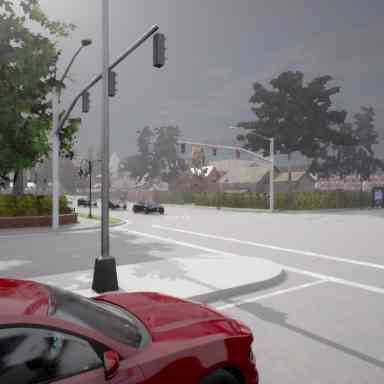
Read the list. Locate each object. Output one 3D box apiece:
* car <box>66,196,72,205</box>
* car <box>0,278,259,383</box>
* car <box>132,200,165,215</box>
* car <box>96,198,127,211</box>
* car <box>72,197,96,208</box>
[{"bbox_3d":[-22.698,1.526,59.495,1.812,1.442,4.674,0,0,-35],"label":"car"},{"bbox_3d":[-1.637,1.478,2.600,5.008,1.535,1.882,0,0,-35],"label":"car"},{"bbox_3d":[-4.550,1.564,34.394,1.994,1.385,4.181,0,0,-36],"label":"car"},{"bbox_3d":[-9.776,1.492,41.600,2.128,1.511,4.902,0,0,-36],"label":"car"},{"bbox_3d":[-15.710,1.491,49.794,2.128,1.511,4.902,0,0,-36],"label":"car"}]
